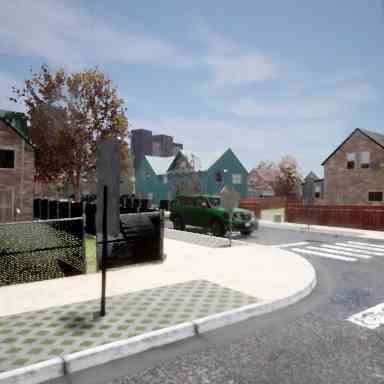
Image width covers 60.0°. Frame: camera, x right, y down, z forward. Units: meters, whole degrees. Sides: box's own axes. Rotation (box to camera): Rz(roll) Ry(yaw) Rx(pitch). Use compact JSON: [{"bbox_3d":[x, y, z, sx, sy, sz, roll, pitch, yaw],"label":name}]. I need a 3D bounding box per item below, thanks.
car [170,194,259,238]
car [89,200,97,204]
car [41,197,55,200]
[{"bbox_3d":[0.976,1.154,17.684,2.150,2.045,5.566,2,-1,-36],"label":"car"},{"bbox_3d":[-7.989,1.423,29.716,2.033,1.411,5.357,2,-1,-37],"label":"car"},{"bbox_3d":[-20.011,1.350,46.000,2.033,1.411,5.357,2,-1,-37],"label":"car"}]
